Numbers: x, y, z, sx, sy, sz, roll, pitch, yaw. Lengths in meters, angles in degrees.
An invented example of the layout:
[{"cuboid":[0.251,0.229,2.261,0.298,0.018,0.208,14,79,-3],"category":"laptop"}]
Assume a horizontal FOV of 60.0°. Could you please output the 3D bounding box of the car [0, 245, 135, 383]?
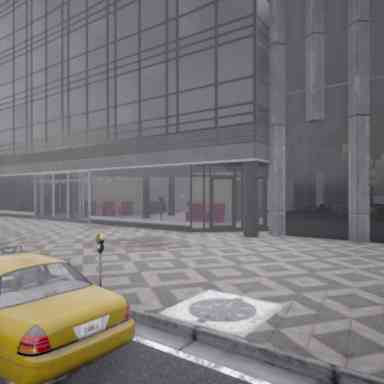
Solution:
[{"cuboid":[-3.014,1.521,5.230,4.829,1.417,1.752,0,0,37],"category":"car"}]
